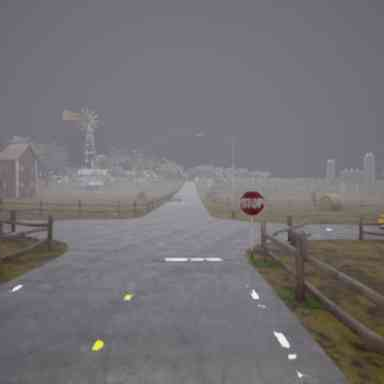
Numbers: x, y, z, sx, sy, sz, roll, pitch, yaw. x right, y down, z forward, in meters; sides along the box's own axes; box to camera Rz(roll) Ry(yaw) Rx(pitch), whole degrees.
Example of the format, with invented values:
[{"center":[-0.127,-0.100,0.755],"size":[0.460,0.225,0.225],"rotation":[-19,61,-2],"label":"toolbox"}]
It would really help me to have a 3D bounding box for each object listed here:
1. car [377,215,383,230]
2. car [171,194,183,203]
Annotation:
[{"center":[13.918,1.822,20.003],"size":[5.008,1.535,1.882],"rotation":[1,1,0],"label":"car"},{"center":[-2.786,1.169,62.048],"size":[1.837,1.490,4.892],"rotation":[0,1,1],"label":"car"}]
